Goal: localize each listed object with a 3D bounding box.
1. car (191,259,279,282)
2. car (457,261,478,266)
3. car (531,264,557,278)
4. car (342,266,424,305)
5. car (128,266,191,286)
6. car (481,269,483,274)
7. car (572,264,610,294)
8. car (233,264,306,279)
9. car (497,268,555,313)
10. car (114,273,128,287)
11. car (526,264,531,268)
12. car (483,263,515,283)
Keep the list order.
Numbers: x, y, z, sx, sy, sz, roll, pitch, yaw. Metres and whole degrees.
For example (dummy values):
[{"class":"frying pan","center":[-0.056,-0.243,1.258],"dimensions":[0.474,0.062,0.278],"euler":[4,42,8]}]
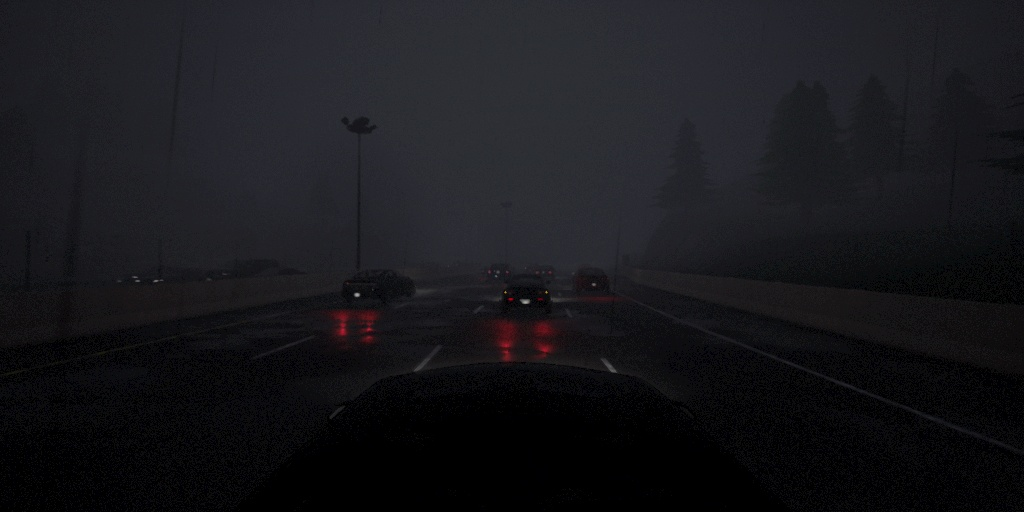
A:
[{"class":"car","center":[-19.572,1.213,26.264],"dimensions":[2.150,2.045,5.566],"euler":[0,-1,7]},{"class":"car","center":[-7.493,1.913,64.807],"dimensions":[2.128,1.511,4.902],"euler":[0,-1,18]},{"class":"car","center":[3.617,1.687,37.705],"dimensions":[2.033,1.411,5.357],"euler":[0,-1,11]},{"class":"car","center":[-6.209,1.402,17.227],"dimensions":[2.128,1.511,4.902],"euler":[0,0,4]},{"class":"car","center":[-23.188,1.528,25.564],"dimensions":[2.033,1.411,5.357],"euler":[0,-1,6]},{"class":"car","center":[-2.241,1.800,43.804],"dimensions":[1.895,1.301,4.718],"euler":[0,-1,13]},{"class":"car","center":[4.818,1.453,22.289],"dimensions":[1.882,1.535,5.008],"euler":[0,0,6]},{"class":"car","center":[-16.212,1.505,24.770],"dimensions":[1.812,1.442,4.674],"euler":[0,-1,7]},{"class":"car","center":[0.622,1.415,14.675],"dimensions":[1.812,1.442,4.674],"euler":[0,0,4]},{"class":"car","center":[-26.519,1.483,26.927],"dimensions":[2.128,1.511,4.902],"euler":[0,-1,7]},{"class":"car","center":[3.073,1.803,50.639],"dimensions":[1.812,1.442,4.674],"euler":[0,-1,15]},{"class":"car","center":[-0.826,1.431,32.410],"dimensions":[2.097,1.767,4.553],"euler":[0,-1,9]}]
